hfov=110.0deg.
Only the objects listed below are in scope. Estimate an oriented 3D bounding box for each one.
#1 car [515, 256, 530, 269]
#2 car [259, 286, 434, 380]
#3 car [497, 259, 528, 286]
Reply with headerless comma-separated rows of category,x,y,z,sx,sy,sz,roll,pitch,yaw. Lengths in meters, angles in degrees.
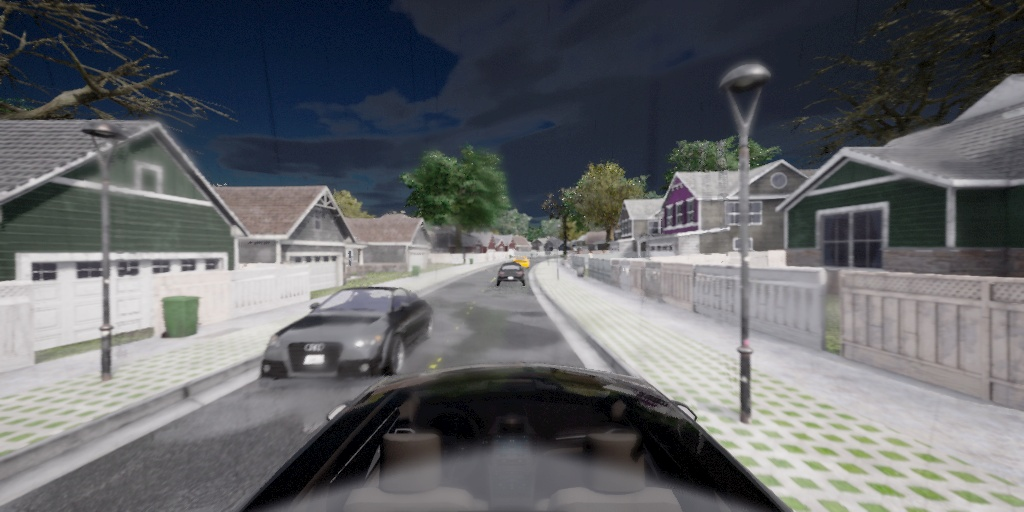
car,1.143,0.772,43.653,1.882,1.535,5.008,0,1,5
car,-2.885,1.320,7.216,1.994,1.385,4.181,0,0,0
car,-0.021,1.156,24.251,1.812,1.442,4.674,0,1,1
